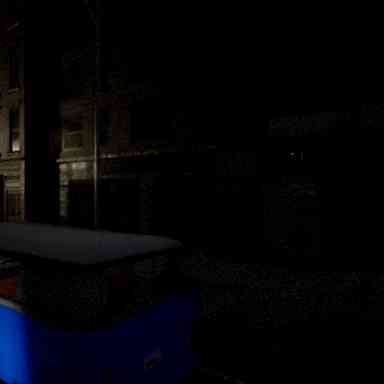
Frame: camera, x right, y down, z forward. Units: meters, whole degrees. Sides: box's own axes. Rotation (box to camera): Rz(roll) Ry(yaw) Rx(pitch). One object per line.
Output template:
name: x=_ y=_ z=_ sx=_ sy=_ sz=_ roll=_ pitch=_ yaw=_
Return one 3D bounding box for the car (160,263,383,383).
car: x=2.530 y=1.315 z=1.065 sx=5.009 sy=1.841 sz=2.192 roll=0 pitch=0 yaw=35

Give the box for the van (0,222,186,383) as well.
van: x=-1.876 y=1.341 z=4.199 sx=3.998 sy=1.788 sz=1.690 roll=0 pitch=0 yaw=35
